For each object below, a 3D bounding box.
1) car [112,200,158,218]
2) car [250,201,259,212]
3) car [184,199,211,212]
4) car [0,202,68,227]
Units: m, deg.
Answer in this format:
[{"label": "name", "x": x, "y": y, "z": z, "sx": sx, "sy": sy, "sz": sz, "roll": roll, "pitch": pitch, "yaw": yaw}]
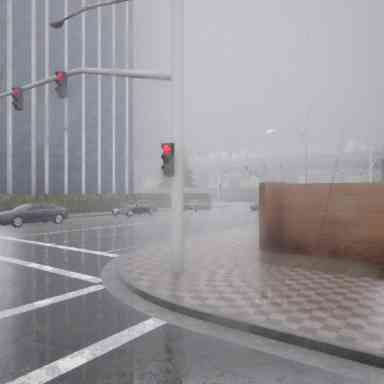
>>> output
[{"label": "car", "x": -5.248, "y": 1.491, "z": 30.929, "sx": 2.128, "sy": 1.511, "sz": 4.902, "roll": 0, "pitch": 0, "yaw": 35}, {"label": "car", "x": 8.468, "y": 1.601, "z": 37.812, "sx": 1.895, "sy": 1.301, "sz": 4.718, "roll": 0, "pitch": 0, "yaw": 35}, {"label": "car", "x": 0.529, "y": 1.564, "z": 39.033, "sx": 1.994, "sy": 1.385, "sz": 4.181, "roll": 0, "pitch": 0, "yaw": 35}, {"label": "car", "x": -10.957, "y": 1.505, "z": 22.900, "sx": 1.837, "sy": 1.490, "sz": 4.892, "roll": 0, "pitch": 0, "yaw": 35}]
